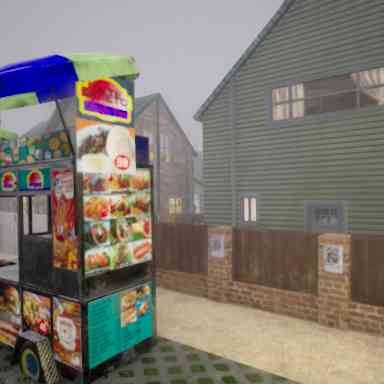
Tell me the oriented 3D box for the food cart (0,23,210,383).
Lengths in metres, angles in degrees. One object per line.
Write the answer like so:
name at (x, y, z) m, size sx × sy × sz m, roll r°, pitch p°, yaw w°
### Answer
food cart at (-2.362, 0.467, 4.916) m, size 4.660 × 3.560 × 2.280 m, roll -1°, pitch 0°, yaw 35°
